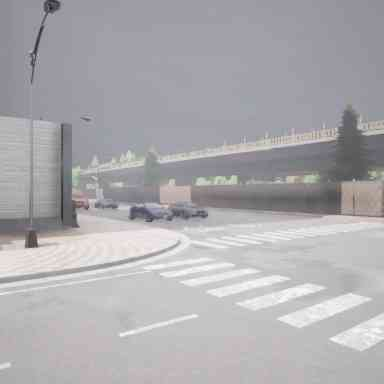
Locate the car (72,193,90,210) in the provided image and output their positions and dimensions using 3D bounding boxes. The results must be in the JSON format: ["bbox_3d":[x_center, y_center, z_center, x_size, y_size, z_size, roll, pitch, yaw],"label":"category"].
[{"bbox_3d":[-14.362,1.166,40.761,2.150,2.045,5.566,0,0,-36],"label":"car"}]

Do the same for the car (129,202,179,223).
[{"bbox_3d":[-3.217,1.471,25.195,1.812,1.442,4.674,0,0,-36],"label":"car"}]

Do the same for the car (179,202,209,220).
[{"bbox_3d":[-0.486,1.510,27.379,1.994,1.385,4.181,0,0,-36],"label":"car"}]

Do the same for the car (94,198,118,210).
[{"bbox_3d":[-10.864,1.510,41.889,1.994,1.385,4.181,0,0,-36],"label":"car"}]
